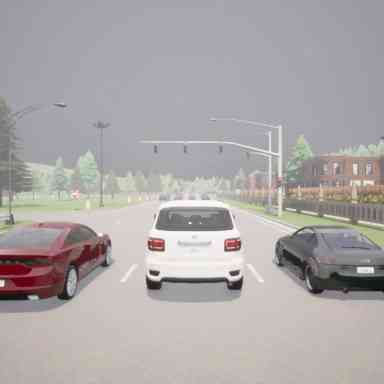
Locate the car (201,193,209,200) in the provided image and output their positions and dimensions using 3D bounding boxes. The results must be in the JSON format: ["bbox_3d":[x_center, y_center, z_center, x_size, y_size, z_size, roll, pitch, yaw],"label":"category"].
[{"bbox_3d":[3.518,1.187,92.064,2.097,1.767,4.553,0,0,0],"label":"car"}]

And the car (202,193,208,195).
[{"bbox_3d":[3.516,1.587,82.121,1.895,1.301,4.718,0,0,0],"label":"car"}]

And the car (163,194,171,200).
[{"bbox_3d":[-6.982,1.332,92.096,1.837,1.490,4.892,0,0,0],"label":"car"}]

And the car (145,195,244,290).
[{"bbox_3d":[0.068,1.221,9.219,2.150,2.045,5.566,0,0,0],"label":"car"}]

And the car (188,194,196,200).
[{"bbox_3d":[0.018,1.372,92.095,2.033,1.411,5.357,0,0,0],"label":"car"}]

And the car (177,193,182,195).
[{"bbox_3d":[-3.484,1.516,82.092,1.812,1.442,4.674,0,0,0],"label":"car"}]

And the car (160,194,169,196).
[{"bbox_3d":[-6.984,1.347,82.063,2.097,1.767,4.553,0,0,0],"label":"car"}]

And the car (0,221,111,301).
[{"bbox_3d":[-3.438,1.478,8.411,1.882,1.535,5.008,0,0,0],"label":"car"}]

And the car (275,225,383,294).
[{"bbox_3d":[3.566,1.564,8.806,1.994,1.385,4.181,0,0,0],"label":"car"}]

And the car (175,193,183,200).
[{"bbox_3d":[-3.482,1.187,92.065,2.097,1.767,4.553,0,0,0],"label":"car"}]
